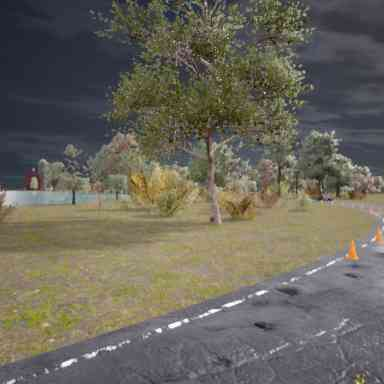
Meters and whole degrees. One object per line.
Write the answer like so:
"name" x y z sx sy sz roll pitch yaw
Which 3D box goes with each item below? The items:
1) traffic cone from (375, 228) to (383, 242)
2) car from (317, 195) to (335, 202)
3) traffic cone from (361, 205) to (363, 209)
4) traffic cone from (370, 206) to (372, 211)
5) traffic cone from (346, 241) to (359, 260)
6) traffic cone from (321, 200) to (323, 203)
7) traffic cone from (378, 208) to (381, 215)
"traffic cone" 8.441 1.934 15.015 0.340 0.580 0.340 0 0 37
"car" 25.378 1.209 63.238 1.994 1.385 4.181 1 1 -3
"traffic cone" 20.989 1.792 41.022 0.340 0.580 0.340 1 1 15
"traffic cone" 19.605 1.828 36.382 0.340 0.580 0.340 0 1 18
"traffic cone" 5.422 1.942 11.230 0.340 0.580 0.340 0 0 40
"traffic cone" 23.490 1.606 60.178 0.340 0.580 0.340 1 1 0
"traffic cone" 17.929 1.858 31.840 0.340 0.580 0.340 0 1 22
